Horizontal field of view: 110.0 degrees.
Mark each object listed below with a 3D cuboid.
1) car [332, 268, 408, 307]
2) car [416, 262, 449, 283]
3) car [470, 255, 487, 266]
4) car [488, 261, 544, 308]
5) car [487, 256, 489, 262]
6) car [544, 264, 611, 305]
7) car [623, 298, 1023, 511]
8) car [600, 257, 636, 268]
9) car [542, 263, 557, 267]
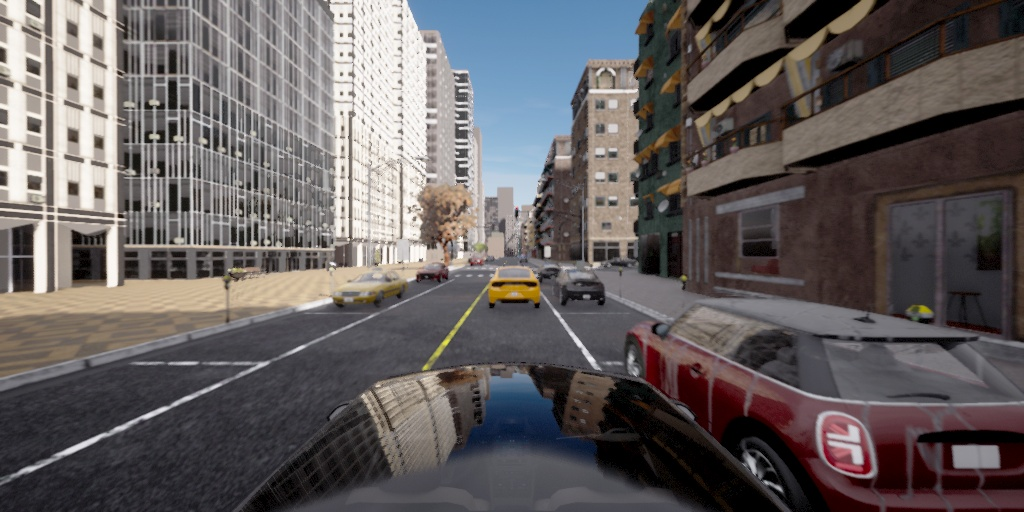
[{"bbox_3d":[-5.696,1.191,14.916,1.751,1.417,4.829,0,0,0],"label":"car"},{"bbox_3d":[-5.701,1.142,26.151,1.888,1.381,4.507,0,0,0],"label":"car"},{"bbox_3d":[-5.714,0.732,58.538,2.192,1.841,5.009,0,0,0],"label":"car"},{"bbox_3d":[0.083,1.144,14.792,1.882,1.535,5.008,0,0,0],"label":"car"},{"bbox_3d":[-5.716,0.954,64.061,1.948,1.339,4.313,0,0,0],"label":"car"},{"bbox_3d":[2.684,1.214,15.088,2.007,1.370,4.403,0,0,0],"label":"car"},{"bbox_3d":[2.688,1.174,4.024,1.967,1.591,4.097,0,0,0],"label":"car"},{"bbox_3d":[13.417,0.822,45.573,4.403,1.370,2.007,0,0,-1],"label":"car"},{"bbox_3d":[2.679,1.146,26.154,2.007,1.370,4.403,0,0,0],"label":"car"}]
